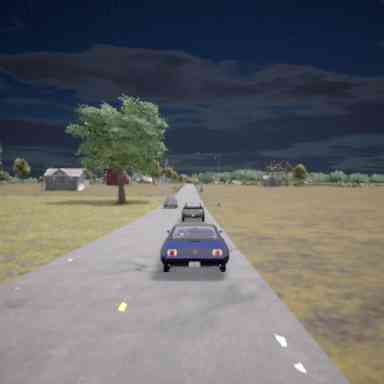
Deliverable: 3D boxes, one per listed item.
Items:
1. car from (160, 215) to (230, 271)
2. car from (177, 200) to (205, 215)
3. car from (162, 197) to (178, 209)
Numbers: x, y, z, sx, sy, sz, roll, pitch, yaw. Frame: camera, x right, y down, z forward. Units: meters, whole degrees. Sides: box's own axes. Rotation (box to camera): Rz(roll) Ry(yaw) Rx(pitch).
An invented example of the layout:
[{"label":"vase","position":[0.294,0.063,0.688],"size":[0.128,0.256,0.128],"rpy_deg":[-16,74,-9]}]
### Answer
[{"label":"car","position":[0.085,1.659,11.087],"size":[1.895,1.301,4.718],"rpy_deg":[0,0,0]},{"label":"car","position":[0.094,1.570,27.727],"size":[2.128,1.511,4.902],"rpy_deg":[0,0,0]},{"label":"car","position":[-2.821,1.403,44.282],"size":[1.837,1.490,4.892],"rpy_deg":[0,1,0]}]
